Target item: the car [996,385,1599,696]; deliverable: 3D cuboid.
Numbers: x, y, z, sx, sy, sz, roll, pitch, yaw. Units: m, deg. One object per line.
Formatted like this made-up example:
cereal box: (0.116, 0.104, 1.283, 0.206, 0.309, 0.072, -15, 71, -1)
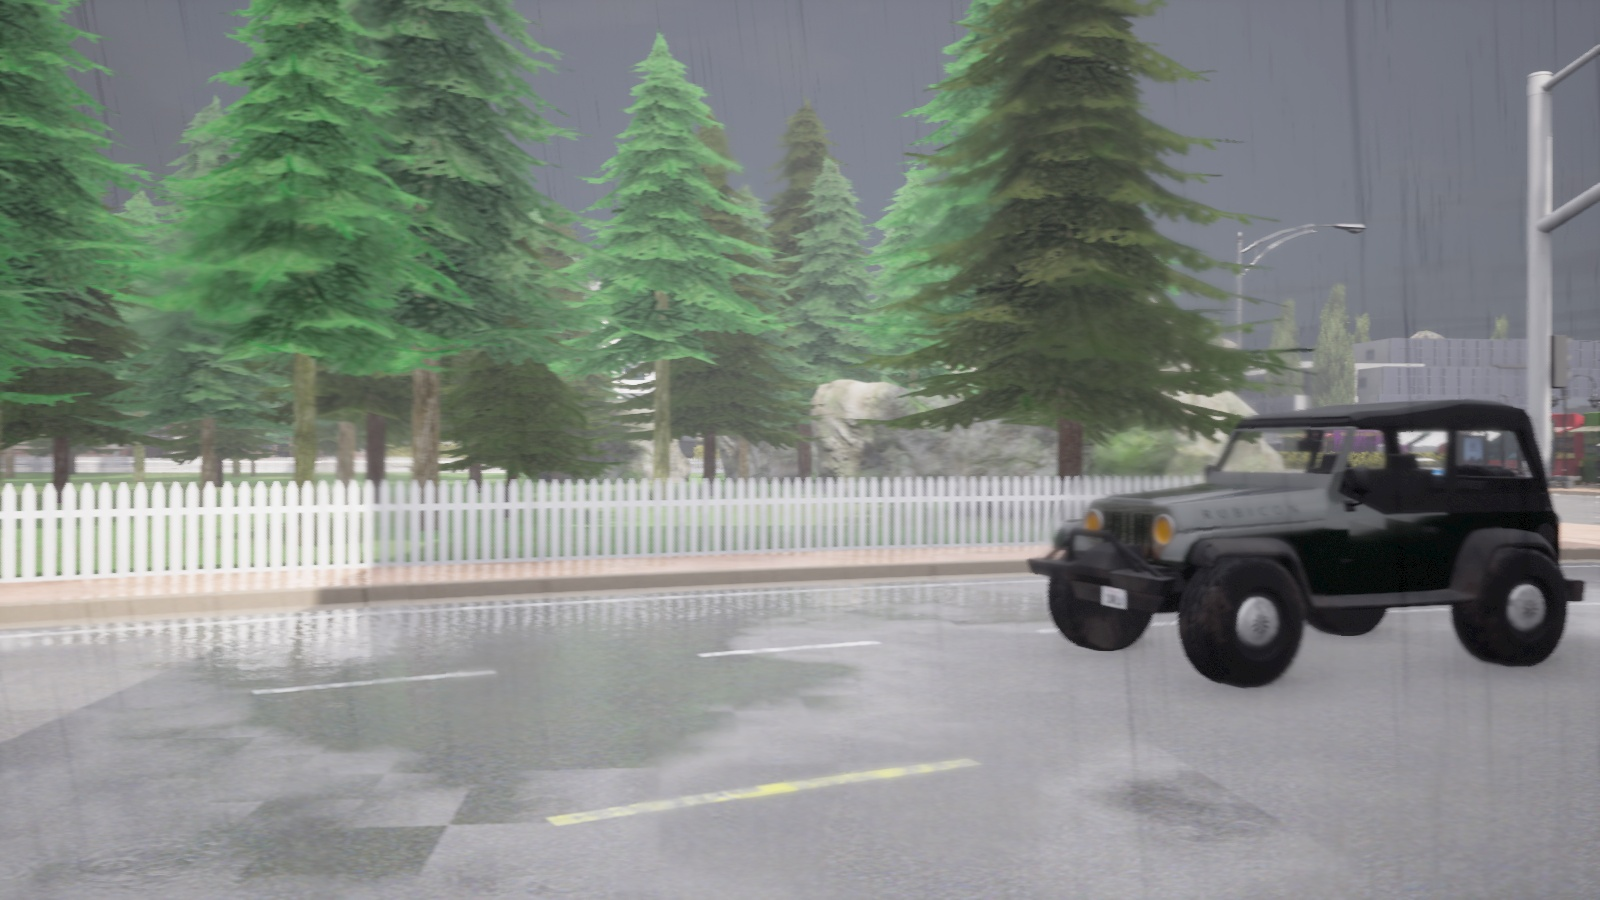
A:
car: (3.609, 0.548, 9.150, 3.866, 1.878, 1.905, 0, 0, -21)
